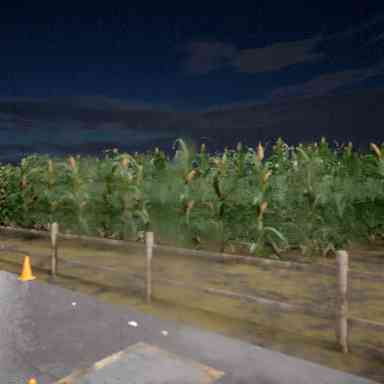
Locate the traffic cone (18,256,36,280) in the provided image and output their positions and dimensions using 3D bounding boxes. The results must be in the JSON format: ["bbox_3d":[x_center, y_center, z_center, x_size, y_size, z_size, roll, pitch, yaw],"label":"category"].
[{"bbox_3d":[-4.452,2.039,8.980,0.340,0.580,0.340,0,-1,37],"label":"traffic cone"}]

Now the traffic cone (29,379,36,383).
[{"bbox_3d":[-1.435,1.986,2.990,0.340,0.580,0.340,0,-1,37],"label":"traffic cone"}]
